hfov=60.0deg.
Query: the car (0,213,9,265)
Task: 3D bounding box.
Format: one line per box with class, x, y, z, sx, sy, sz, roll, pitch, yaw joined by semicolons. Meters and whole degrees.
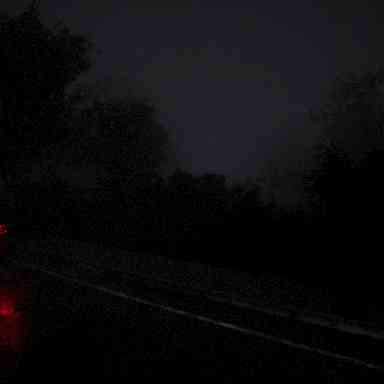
car;-7.842;1.246;10.677;5.566;2.045;2.150;0;0;42
